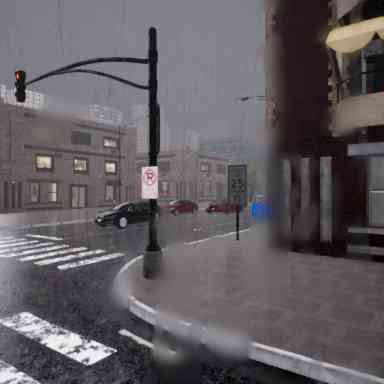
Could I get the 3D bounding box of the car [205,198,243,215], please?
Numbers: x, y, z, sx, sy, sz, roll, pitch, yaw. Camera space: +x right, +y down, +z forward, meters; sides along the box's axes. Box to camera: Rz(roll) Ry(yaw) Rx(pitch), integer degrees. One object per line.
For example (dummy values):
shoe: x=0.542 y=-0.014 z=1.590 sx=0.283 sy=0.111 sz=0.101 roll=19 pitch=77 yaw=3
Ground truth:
car: x=2.958 y=1.246 z=30.004 sx=1.994 sy=1.385 sz=4.181 roll=0 pitch=1 yaw=36

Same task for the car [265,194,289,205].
car: x=12.155 y=1.037 z=47.364 sx=1.947 sy=1.339 sz=4.313 roll=1 pitch=1 yaw=35

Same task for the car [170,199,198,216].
car: x=-1.066 y=1.309 z=28.807 sx=1.802 sy=1.307 sz=4.206 roll=1 pitch=1 yaw=35

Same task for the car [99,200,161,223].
car: x=-4.371 y=1.358 z=24.168 sx=1.947 sy=1.339 sz=4.313 roll=1 pitch=1 yaw=35

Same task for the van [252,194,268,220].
van: x=5.770 y=1.047 z=23.955 sx=1.690 sy=1.788 sz=3.998 roll=1 pitch=1 yaw=35

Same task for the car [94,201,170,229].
car: x=-3.776 y=1.320 z=20.554 sx=1.837 sy=1.490 sz=4.892 roll=0 pitch=1 yaw=35
